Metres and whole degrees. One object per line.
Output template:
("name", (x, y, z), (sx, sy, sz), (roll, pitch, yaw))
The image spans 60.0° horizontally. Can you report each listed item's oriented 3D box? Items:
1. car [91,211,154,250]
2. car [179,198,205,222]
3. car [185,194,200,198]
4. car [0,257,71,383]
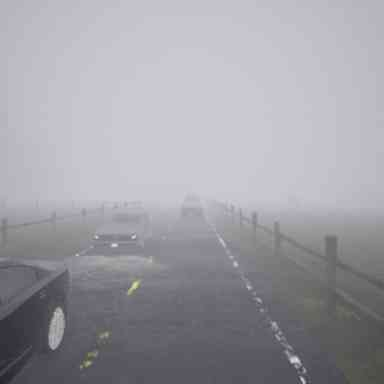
("car", (-2.829, 1.573, 14.843), (2.033, 1.411, 5.357), (0, 0, 0))
("car", (0.012, 1.527, 26.622), (1.882, 1.535, 5.008), (0, 0, 0))
("car", (0.058, 1.308, 42.364), (2.150, 2.045, 5.566), (0, 0, 0))
("car", (-2.841, 1.483, 3.250), (1.882, 1.535, 5.008), (0, 0, 0))
